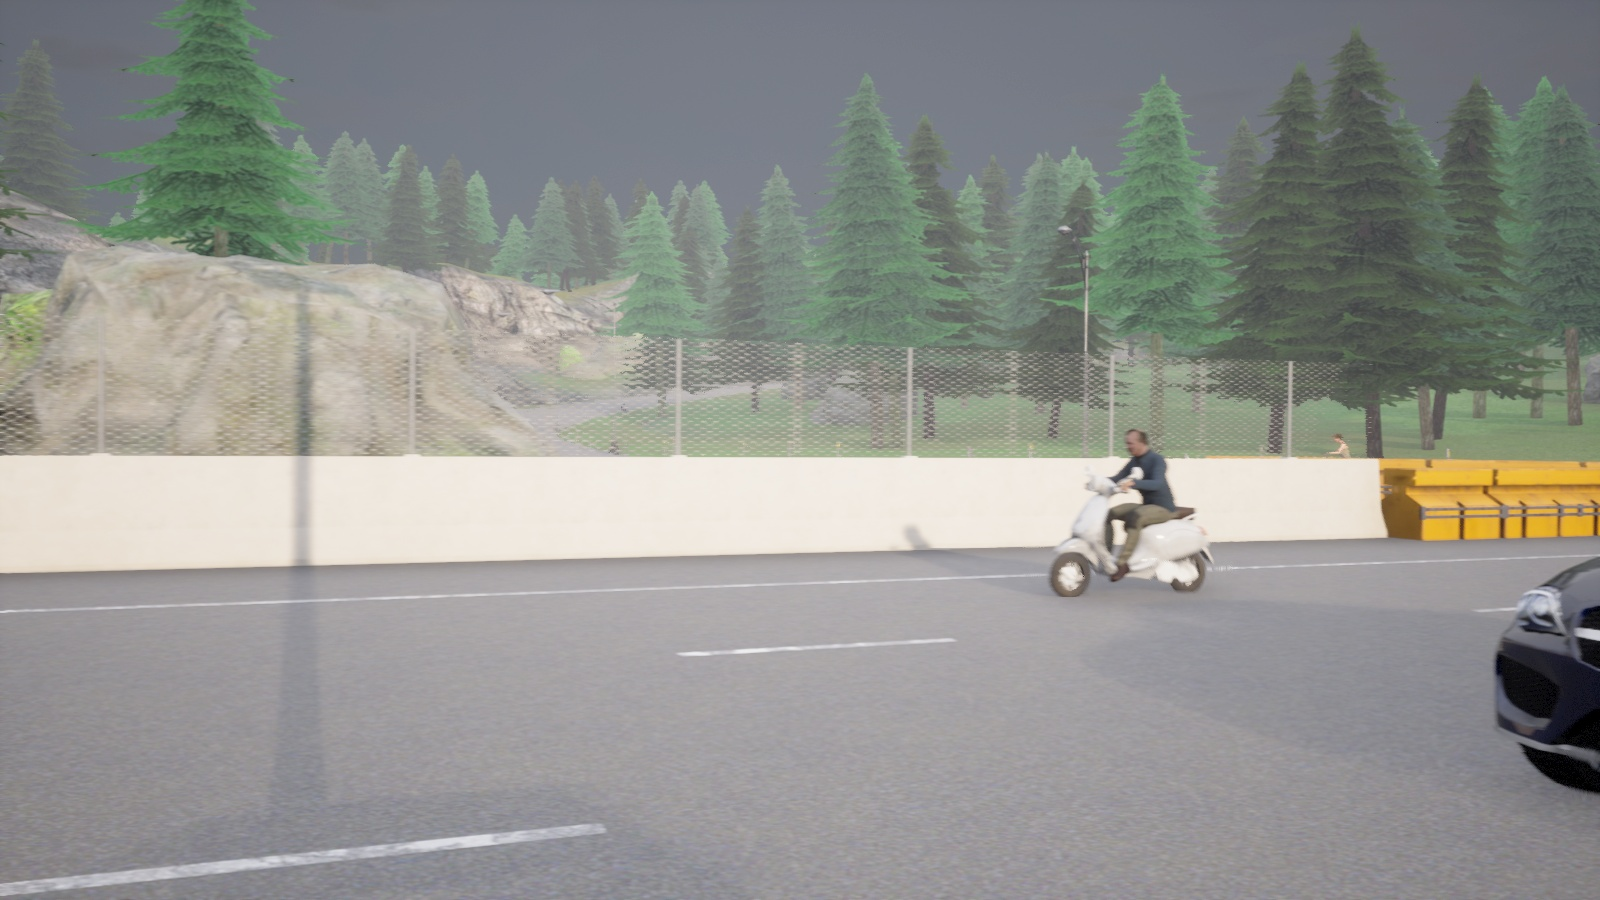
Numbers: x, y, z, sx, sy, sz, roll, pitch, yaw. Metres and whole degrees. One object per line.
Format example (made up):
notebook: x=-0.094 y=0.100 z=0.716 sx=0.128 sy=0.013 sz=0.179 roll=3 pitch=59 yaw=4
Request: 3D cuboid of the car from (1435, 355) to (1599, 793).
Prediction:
car: x=5.480 y=0.432 z=5.317 sx=5.027 sy=1.651 sz=2.152 roll=-1 pitch=1 yaw=-21

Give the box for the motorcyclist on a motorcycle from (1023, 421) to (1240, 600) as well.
motorcyclist on a motorcycle: x=3.139 y=0.525 z=11.917 sx=1.817 sy=1.590 sz=0.866 roll=-1 pitch=1 yaw=-21
